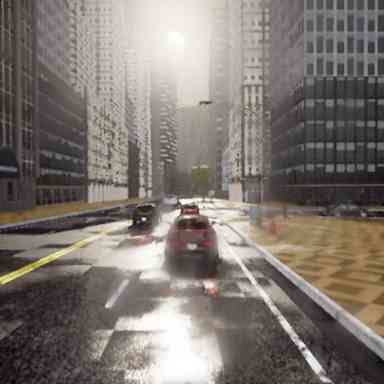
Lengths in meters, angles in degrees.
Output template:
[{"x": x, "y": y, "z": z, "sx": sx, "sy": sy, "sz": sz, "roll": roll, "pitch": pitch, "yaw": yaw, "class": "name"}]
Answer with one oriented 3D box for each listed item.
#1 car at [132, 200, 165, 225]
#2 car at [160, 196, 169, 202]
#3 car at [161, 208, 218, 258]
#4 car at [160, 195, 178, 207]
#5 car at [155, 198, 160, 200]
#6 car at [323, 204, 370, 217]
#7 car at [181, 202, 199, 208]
[{"x": -3.366, "y": 1.618, "z": 25.417, "sx": 1.837, "sy": 1.490, "sz": 4.892, "roll": 0, "pitch": 0, "yaw": -1, "class": "car"}, {"x": -7.276, "y": 1.858, "z": 87.795, "sx": 1.837, "sy": 1.490, "sz": 4.892, "roll": 0, "pitch": 0, "yaw": -1, "class": "car"}, {"x": -0.013, "y": 1.574, "z": 12.921, "sx": 1.812, "sy": 1.442, "sz": 4.674, "roll": 0, "pitch": 0, "yaw": 0, "class": "car"}, {"x": -3.645, "y": 1.457, "z": 56.259, "sx": 2.150, "sy": 2.045, "sz": 5.566, "roll": 0, "pitch": 0, "yaw": 0, "class": "car"}, {"x": -7.132, "y": 1.905, "z": 71.941, "sx": 1.895, "sy": 1.301, "sz": 4.718, "roll": 0, "pitch": 0, "yaw": -1, "class": "car"}, {"x": 15.634, "y": 1.871, "z": 33.689, "sx": 4.403, "sy": 1.369, "sz": 2.008, "roll": 0, "pitch": 0, "yaw": -1, "class": "car"}, {"x": -0.207, "y": 1.786, "z": 36.170, "sx": 1.994, "sy": 1.385, "sz": 4.181, "roll": 0, "pitch": 1, "yaw": 0, "class": "car"}]
